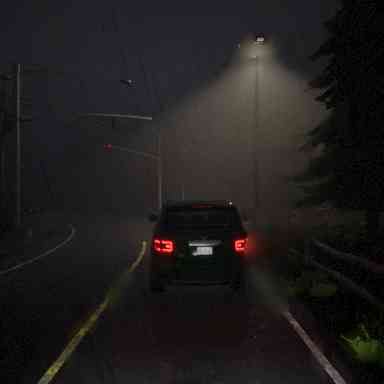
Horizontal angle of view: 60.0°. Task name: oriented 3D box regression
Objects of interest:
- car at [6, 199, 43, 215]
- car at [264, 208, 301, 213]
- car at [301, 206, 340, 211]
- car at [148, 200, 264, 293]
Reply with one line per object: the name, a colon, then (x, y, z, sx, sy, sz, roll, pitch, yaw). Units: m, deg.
car: (-17.202, 1.505, 33.802, 4.892, 1.490, 1.837, 0, 0, 30)
car: (5.905, 1.591, 26.028, 4.181, 1.385, 1.994, 0, 0, -15)
car: (10.701, 1.628, 30.144, 4.718, 1.301, 1.895, 0, 0, 0)
car: (0.008, 1.221, 9.065, 2.150, 2.045, 5.566, 0, 0, -5)
